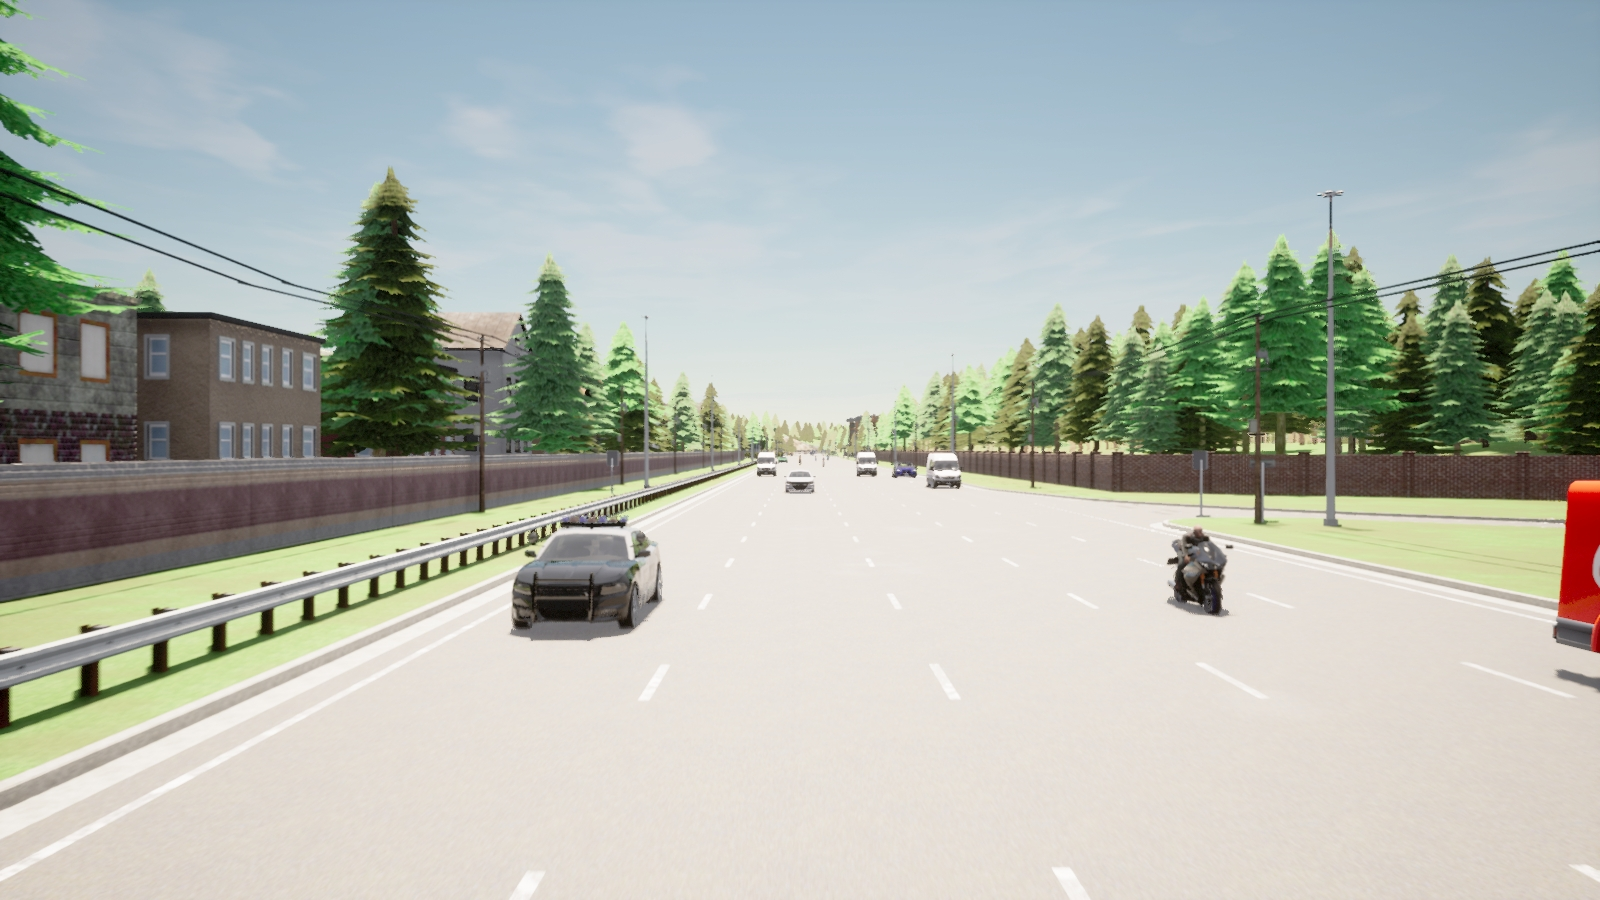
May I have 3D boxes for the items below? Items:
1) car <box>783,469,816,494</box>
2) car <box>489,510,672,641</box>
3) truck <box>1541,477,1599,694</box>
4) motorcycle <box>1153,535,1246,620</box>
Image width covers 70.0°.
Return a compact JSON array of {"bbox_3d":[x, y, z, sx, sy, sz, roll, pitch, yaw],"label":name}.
[{"bbox_3d":[-0.005,2.034,74.833,2.097,1.535,5.006,0,0,0],"label":"car"},{"bbox_3d":[-3.501,1.982,19.347,2.097,1.638,5.238,0,0,0],"label":"car"},{"bbox_3d":[10.499,1.568,11.562,2.627,2.467,5.204,0,0,0],"label":"truck"},{"bbox_3d":[6.999,2.205,20.155,0.867,1.251,2.209,0,0,0],"label":"motorcycle"}]
